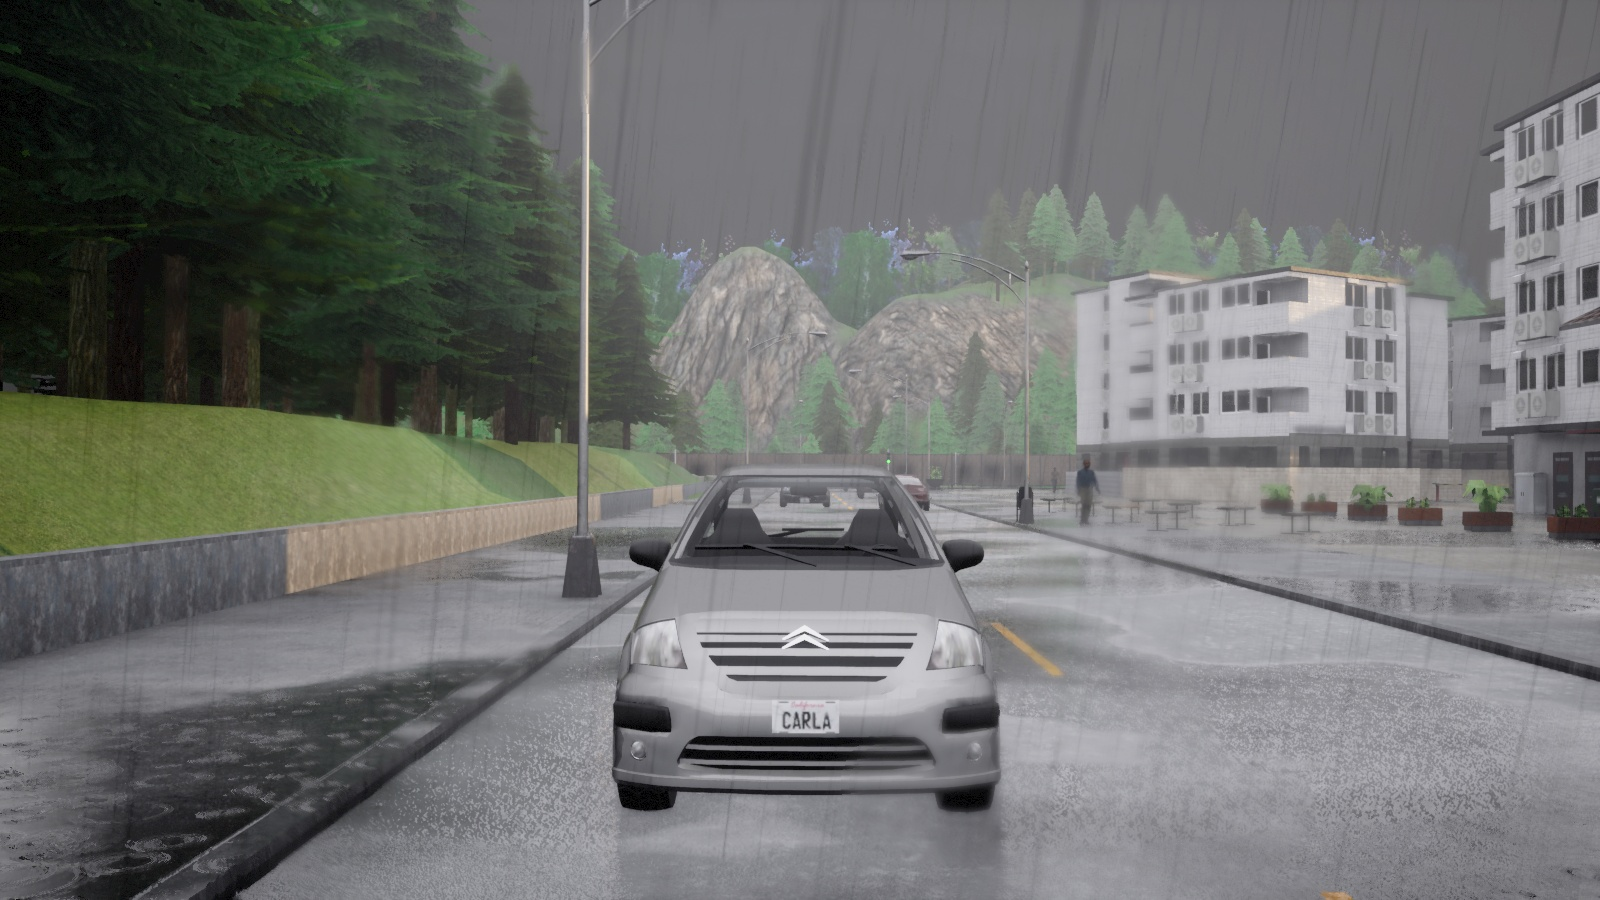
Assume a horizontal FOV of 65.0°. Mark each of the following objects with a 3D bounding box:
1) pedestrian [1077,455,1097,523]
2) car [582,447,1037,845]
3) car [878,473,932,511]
[{"bbox_3d":[7.943,1.075,34.768,0.370,1.835,0.726,0,-1,1],"label":"pedestrian"},{"bbox_3d":[0.044,0.832,7.120,1.851,1.617,3.988,0,-1,0],"label":"car"},{"bbox_3d":[4.219,1.681,51.204,1.812,1.442,4.674,0,-1,0],"label":"car"}]
